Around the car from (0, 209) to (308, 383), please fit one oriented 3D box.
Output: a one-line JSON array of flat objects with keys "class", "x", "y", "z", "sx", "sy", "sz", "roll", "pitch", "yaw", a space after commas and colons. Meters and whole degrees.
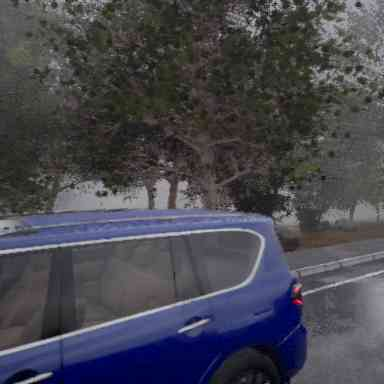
[{"class": "car", "x": -1.411, "y": 1.220, "z": 2.679, "sx": 5.566, "sy": 2.045, "sz": 2.150, "roll": 0, "pitch": 0, "yaw": -35}]
